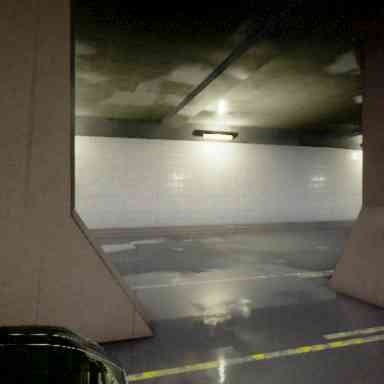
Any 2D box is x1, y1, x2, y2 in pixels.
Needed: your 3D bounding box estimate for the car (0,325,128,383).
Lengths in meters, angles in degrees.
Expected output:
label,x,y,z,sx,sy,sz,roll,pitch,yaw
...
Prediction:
label,x,y,z,sx,sy,sz,roll,pitch,yaw
car,-2.480,1.352,1.660,4.553,1.767,2.097,0,0,-17
